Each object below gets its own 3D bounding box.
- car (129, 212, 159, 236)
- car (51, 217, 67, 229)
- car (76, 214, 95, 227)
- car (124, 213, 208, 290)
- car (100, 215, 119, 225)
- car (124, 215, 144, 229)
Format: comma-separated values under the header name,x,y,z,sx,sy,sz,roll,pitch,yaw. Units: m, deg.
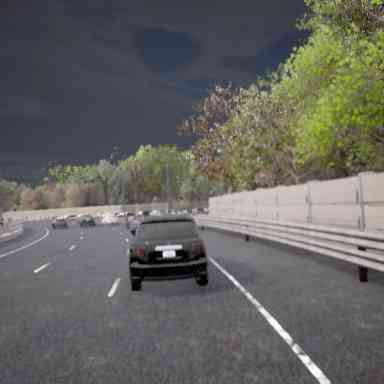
name,x,y,z,sx,sy,sz,roll,pitch,yaw
car,-4.395,2.786,29.609,2.097,1.767,4.553,-3,-2,-14
car,-19.209,4.436,47.967,2.128,1.511,4.902,-2,-2,-27
car,-15.569,4.117,48.450,2.097,1.767,4.553,-2,-2,-26
car,-0.849,1.750,11.040,2.150,2.045,5.566,-3,-2,-6
car,-12.296,4.165,49.782,1.812,1.442,4.674,-2,-2,-27
car,-6.876,3.461,39.139,1.812,1.442,4.674,-3,-2,-15
